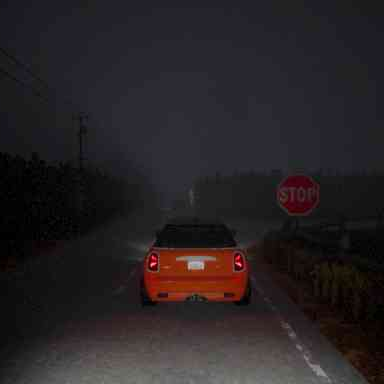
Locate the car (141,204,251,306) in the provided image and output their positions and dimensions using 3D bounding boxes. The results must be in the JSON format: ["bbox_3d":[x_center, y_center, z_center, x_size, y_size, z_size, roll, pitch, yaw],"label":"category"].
[{"bbox_3d":[0.052,1.352,8.170,2.097,1.767,4.553,0,0,-1],"label":"car"}]

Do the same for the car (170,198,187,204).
[{"bbox_3d":[-1.674,1.476,41.345,1.882,1.535,5.008,0,0,-6],"label":"car"}]
